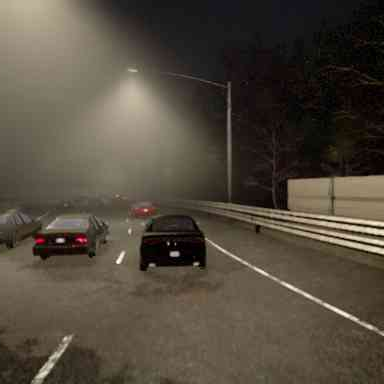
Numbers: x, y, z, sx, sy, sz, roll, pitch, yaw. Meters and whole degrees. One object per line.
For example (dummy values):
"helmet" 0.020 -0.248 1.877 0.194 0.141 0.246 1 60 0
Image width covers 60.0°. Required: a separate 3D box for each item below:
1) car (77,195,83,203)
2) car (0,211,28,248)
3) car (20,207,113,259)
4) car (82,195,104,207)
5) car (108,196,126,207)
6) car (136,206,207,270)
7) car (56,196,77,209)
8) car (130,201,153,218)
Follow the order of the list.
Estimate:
"car" -22.467 1.376 66.879 1.882 1.535 5.008 0 0 -37
"car" -8.118 1.538 14.456 2.033 1.411 5.357 0 0 -9
"car" -4.347 1.528 12.660 2.033 1.411 5.357 0 0 -7
"car" -12.549 1.406 42.726 1.882 1.535 5.008 0 0 -23
"car" -10.815 1.385 47.573 1.882 1.535 5.008 0 0 -23
"car" -0.706 1.449 11.071 1.882 1.535 5.008 0 0 -6
"car" -15.685 1.509 41.151 1.994 1.385 4.181 0 0 -23
"car" -4.433 1.497 29.915 1.994 1.385 4.181 0 0 -15
